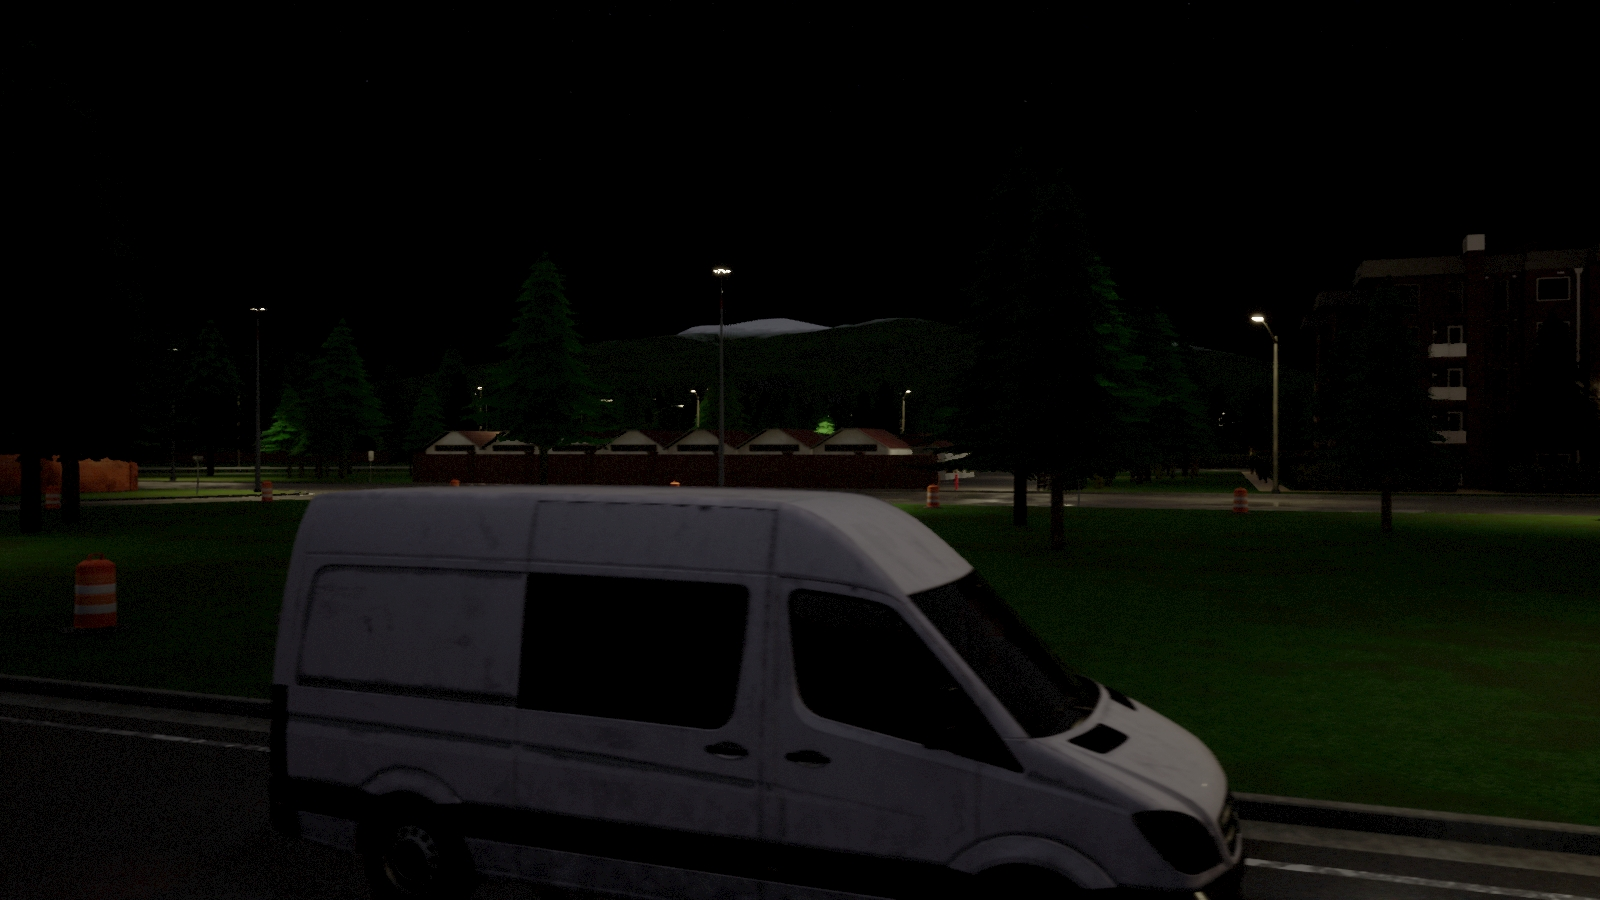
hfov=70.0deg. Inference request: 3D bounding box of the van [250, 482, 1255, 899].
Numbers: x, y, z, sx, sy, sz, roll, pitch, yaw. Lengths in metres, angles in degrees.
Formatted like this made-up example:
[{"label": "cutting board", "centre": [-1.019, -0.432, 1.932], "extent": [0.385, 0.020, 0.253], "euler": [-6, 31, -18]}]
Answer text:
[{"label": "van", "centre": [-0.363, 1.534, 7.161], "extent": [5.915, 2.561, 1.988], "euler": [0, 0, 20]}]
